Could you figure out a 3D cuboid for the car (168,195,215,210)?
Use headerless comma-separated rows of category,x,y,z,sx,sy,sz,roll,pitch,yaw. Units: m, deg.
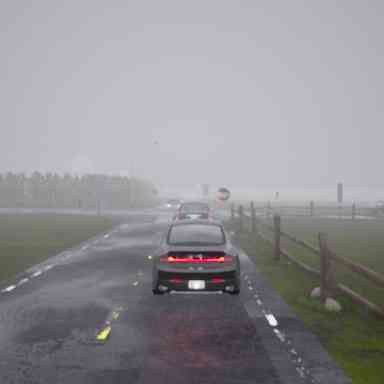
car,0.144,1.220,17.500,2.097,1.767,4.553,0,0,2

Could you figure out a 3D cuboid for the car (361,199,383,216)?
car,19.470,1.489,33.189,4.553,1.767,2.097,1,0,0

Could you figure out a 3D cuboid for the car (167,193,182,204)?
car,-2.847,1.085,52.473,1.882,1.535,5.008,0,1,0

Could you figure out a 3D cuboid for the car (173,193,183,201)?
car,-2.784,0.961,69.050,1.882,1.535,5.008,0,0,0

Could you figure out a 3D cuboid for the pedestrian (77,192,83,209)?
pedestrian,-12.187,0.865,36.104,0.375,1.860,0.375,0,-1,0

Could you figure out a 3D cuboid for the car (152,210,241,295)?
car,0.097,1.440,8.538,1.837,1.490,4.892,0,0,0
